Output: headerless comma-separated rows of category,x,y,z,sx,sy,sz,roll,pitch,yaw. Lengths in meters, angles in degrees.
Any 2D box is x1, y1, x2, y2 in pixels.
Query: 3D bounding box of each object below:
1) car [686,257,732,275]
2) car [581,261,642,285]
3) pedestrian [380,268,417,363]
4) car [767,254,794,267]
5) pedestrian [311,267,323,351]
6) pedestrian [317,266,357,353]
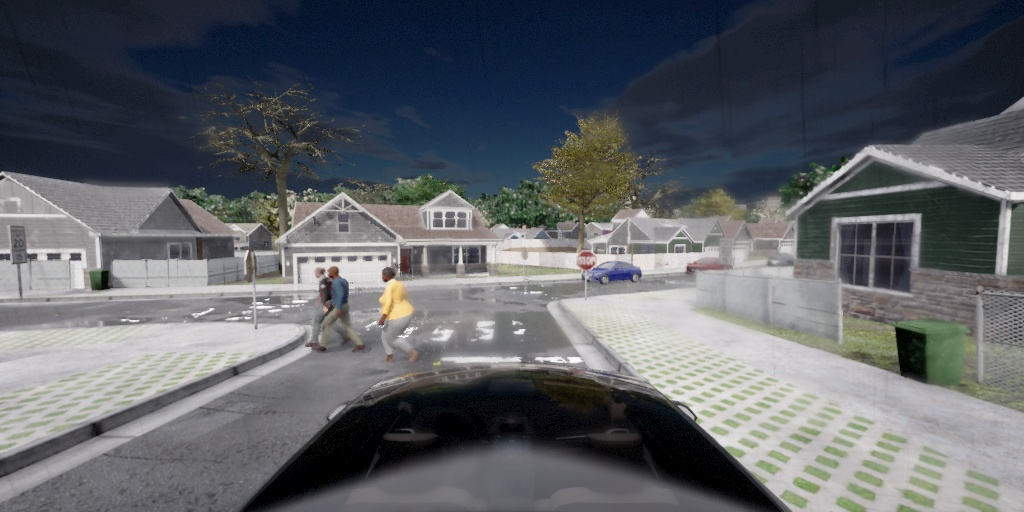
car,16.910,0.865,30.722,5.008,1.535,1.882,-1,3,-34
car,6.895,1.091,24.571,4.674,1.442,1.812,-1,3,-30
pedestrian,-2.088,1.044,6.566,0.375,1.860,0.375,-3,3,0
car,31.182,0.508,41.344,4.902,1.511,2.128,-2,4,-38
pedestrian,-4.062,1.044,7.763,0.375,1.860,0.375,-3,3,0
pedestrian,-3.526,1.044,7.231,0.375,1.860,0.375,-3,3,0
